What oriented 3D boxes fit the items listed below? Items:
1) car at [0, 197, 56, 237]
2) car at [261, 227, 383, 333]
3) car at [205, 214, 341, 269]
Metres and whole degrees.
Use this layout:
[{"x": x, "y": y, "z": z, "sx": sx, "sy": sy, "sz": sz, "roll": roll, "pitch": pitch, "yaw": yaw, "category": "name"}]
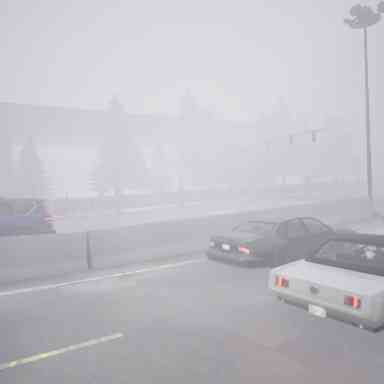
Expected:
[{"x": -7.672, "y": 1.229, "z": 11.421, "sx": 5.566, "sy": 2.045, "sz": 2.150, "roll": -1, "pitch": 0, "yaw": -36, "category": "car"}, {"x": 3.746, "y": 1.488, "z": 6.447, "sx": 4.718, "sy": 1.301, "sz": 1.895, "roll": -2, "pitch": 1, "yaw": -36, "category": "car"}, {"x": 2.926, "y": 1.386, "z": 10.165, "sx": 5.357, "sy": 1.411, "sz": 2.033, "roll": -3, "pitch": 2, "yaw": -36, "category": "car"}]
